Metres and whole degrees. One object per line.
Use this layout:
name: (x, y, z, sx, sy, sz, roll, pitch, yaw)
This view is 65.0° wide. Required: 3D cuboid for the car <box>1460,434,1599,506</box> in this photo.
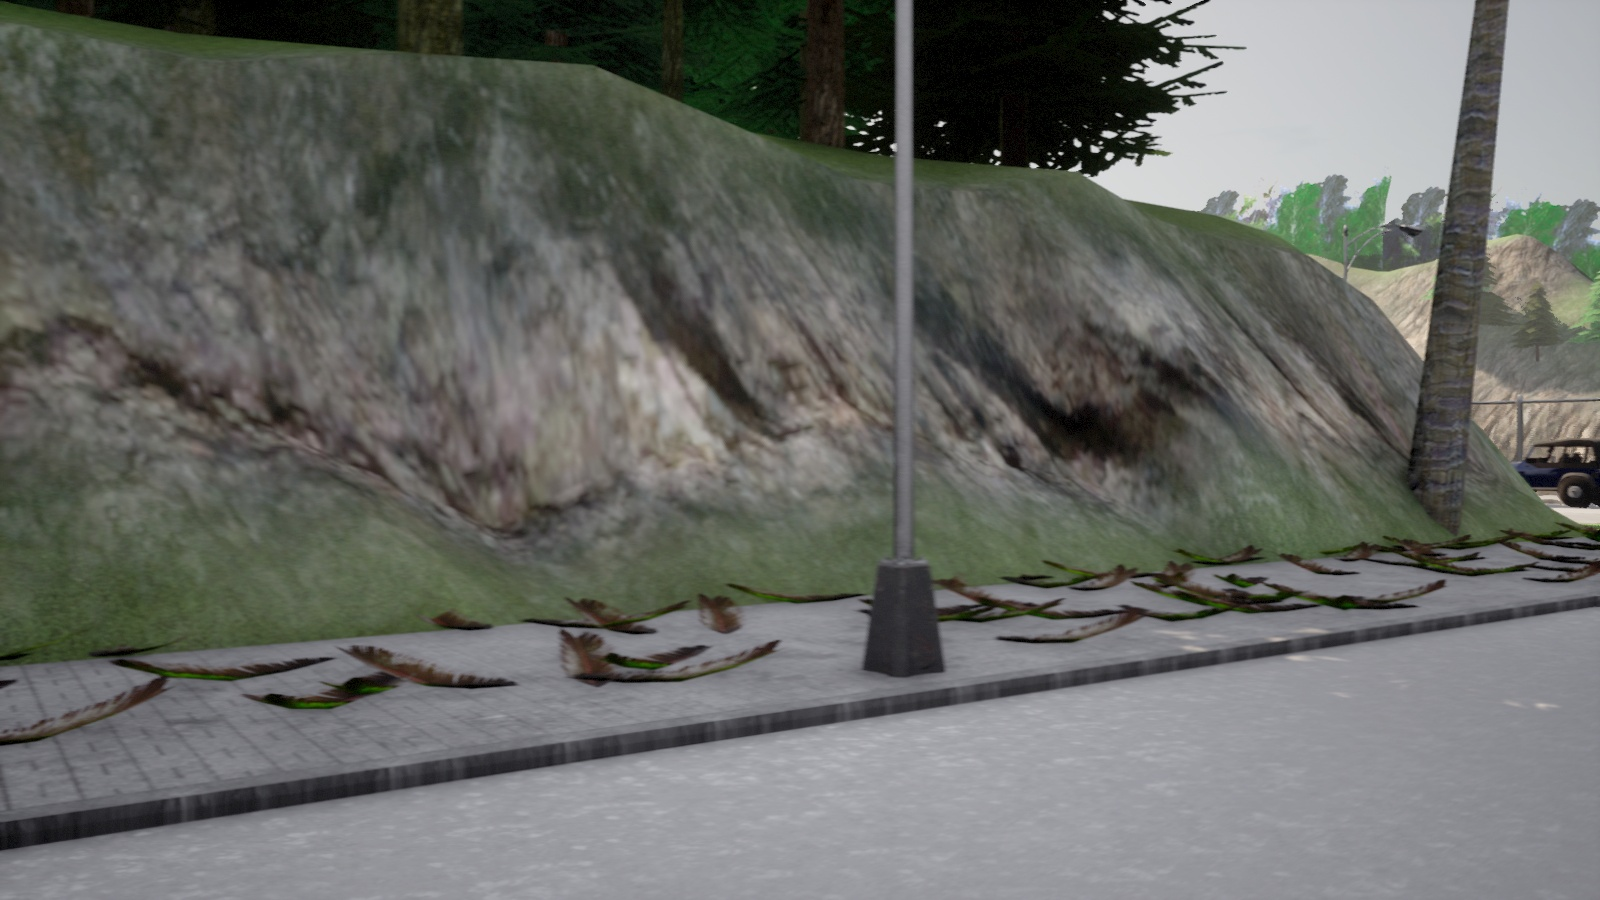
car: (20.861, 0.531, 35.072, 1.905, 1.878, 3.866, 0, 0, -35)
